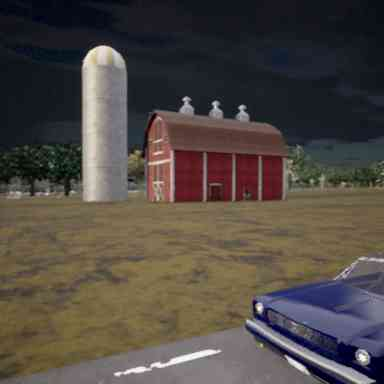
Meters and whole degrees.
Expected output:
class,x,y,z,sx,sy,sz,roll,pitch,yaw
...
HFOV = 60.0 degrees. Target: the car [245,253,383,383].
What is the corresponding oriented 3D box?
class,x,y,z,sx,sy,sz,roll,pitch,yaw
car,3.104,1.620,4.739,4.718,1.301,1.895,0,0,-29
